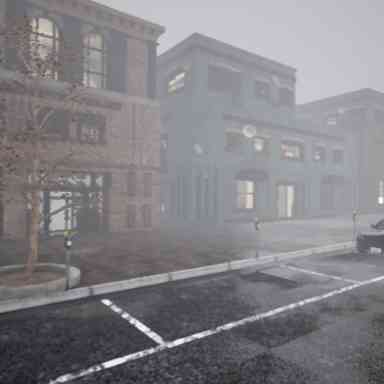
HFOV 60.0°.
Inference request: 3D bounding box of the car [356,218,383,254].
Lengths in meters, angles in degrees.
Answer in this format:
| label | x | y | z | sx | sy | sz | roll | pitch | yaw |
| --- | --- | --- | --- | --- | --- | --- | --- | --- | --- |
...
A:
| label | x | y | z | sx | sy | sz | roll | pitch | yaw |
| --- | --- | --- | --- | --- | --- | --- | --- | --- | --- |
| car | 7.759 | 1.517 | 12.078 | 4.313 | 1.339 | 1.947 | 0 | 1 | -35 |
